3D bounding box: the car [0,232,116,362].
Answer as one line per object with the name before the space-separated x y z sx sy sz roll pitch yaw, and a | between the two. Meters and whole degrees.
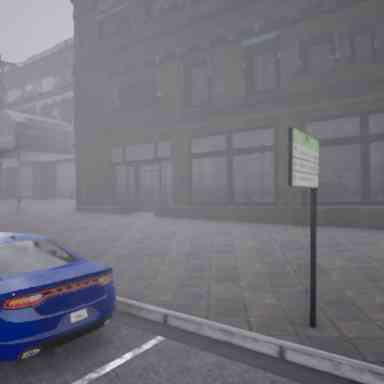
car | -3.508 1.441 5.723 5.008 1.535 2.097 0 0 34
